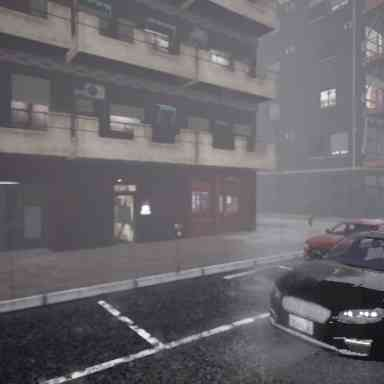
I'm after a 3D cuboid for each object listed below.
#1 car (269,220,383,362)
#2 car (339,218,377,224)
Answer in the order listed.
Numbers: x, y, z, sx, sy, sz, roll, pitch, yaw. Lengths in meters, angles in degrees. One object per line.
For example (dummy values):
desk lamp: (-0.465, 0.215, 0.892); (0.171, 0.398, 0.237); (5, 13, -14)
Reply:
car: (3.437, 1.484, 5.832); (4.902, 1.511, 2.128); (0, 0, -36)
car: (5.347, 1.533, 10.372); (4.507, 1.381, 1.887); (0, 0, -36)
